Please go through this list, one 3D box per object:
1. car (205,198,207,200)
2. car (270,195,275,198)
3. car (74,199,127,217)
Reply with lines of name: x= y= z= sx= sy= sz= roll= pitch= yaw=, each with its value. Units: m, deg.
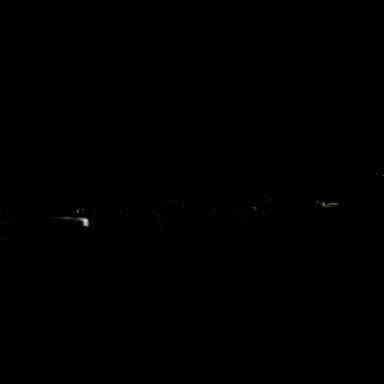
car: x=0.866 y=1.510 z=41.166 sx=2.128 sy=1.511 sz=4.902 roll=0 pitch=-1 yaw=36
car: x=12.432 y=1.406 z=50.861 sx=2.150 sy=2.045 sz=5.566 roll=0 pitch=0 yaw=38
car: x=-7.899 y=1.360 z=29.118 sx=1.837 sy=1.490 sz=4.892 roll=0 pitch=-1 yaw=36
